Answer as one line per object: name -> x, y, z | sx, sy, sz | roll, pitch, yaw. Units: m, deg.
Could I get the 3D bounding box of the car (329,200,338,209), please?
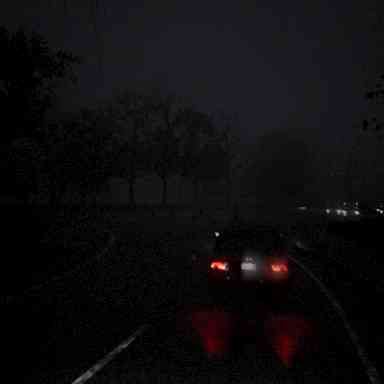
car -> 21.512, 1.737, 47.565 | 5.008, 1.535, 1.882 | 2, -1, -37

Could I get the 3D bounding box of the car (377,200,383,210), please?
car -> 30.092, 2.093, 49.704 | 5.357, 1.411, 2.033 | 2, -1, -37

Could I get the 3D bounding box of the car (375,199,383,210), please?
car -> 33.301, 2.099, 56.625 | 4.553, 1.767, 2.097 | 2, -1, -38

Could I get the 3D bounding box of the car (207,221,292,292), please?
car -> 1.521, 1.500, 8.987 | 2.033, 1.411, 5.357 | 0, 0, 10

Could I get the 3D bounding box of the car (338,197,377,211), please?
car -> 21.560, 1.555, 43.181 | 4.553, 1.767, 2.097 | 2, -1, -37
